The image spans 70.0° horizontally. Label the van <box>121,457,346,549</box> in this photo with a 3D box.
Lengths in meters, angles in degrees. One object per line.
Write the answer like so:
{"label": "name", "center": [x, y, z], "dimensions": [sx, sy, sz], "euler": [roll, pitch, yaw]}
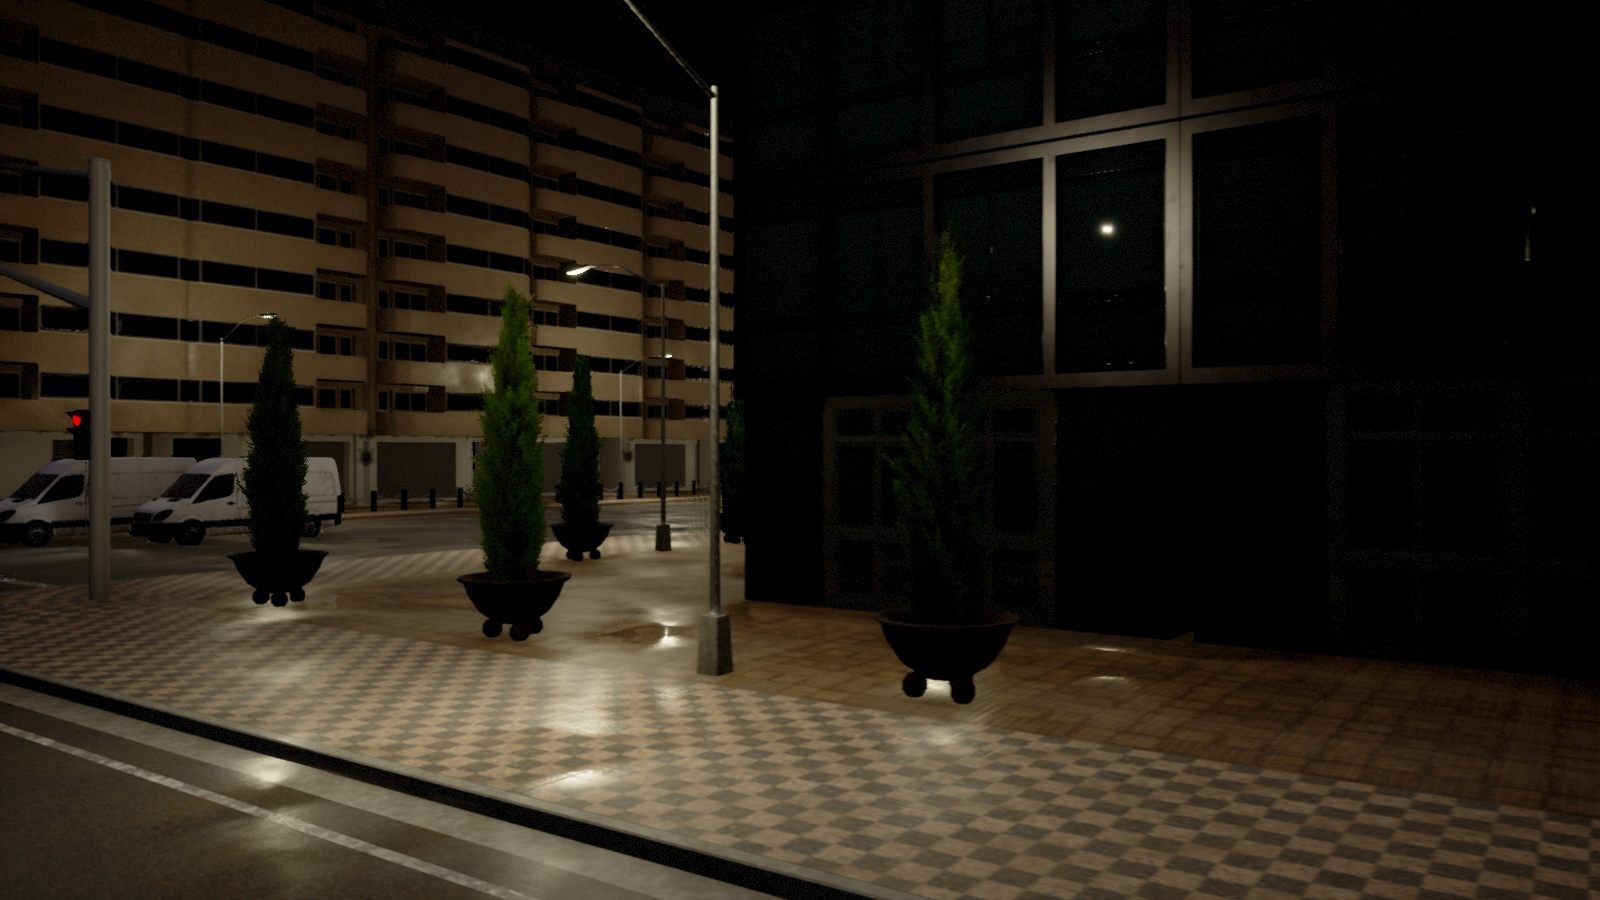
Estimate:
{"label": "van", "center": [-17.137, 1.504, 34.937], "dimensions": [1.988, 2.561, 5.915], "euler": [0, 0, 35]}

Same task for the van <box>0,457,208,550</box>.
{"label": "van", "center": [-21.498, 1.506, 34.788], "dimensions": [1.988, 2.561, 5.915], "euler": [0, 0, 35]}
